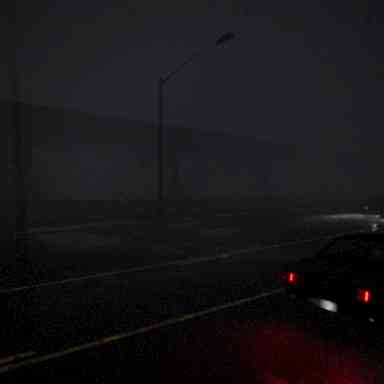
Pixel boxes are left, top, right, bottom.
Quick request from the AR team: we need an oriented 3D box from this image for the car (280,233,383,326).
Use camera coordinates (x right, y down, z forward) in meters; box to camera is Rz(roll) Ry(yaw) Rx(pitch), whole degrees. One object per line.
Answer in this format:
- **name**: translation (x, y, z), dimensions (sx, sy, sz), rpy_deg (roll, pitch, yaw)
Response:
- **car**: translation (3.981, 1.484, 6.594), dimensions (4.718, 1.301, 1.895), rpy_deg (-1, 1, -35)

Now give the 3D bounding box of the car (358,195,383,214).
- **car**: translation (16.083, 0.991, 28.183), dimensions (4.902, 1.511, 2.128), rpy_deg (-1, 1, -34)
